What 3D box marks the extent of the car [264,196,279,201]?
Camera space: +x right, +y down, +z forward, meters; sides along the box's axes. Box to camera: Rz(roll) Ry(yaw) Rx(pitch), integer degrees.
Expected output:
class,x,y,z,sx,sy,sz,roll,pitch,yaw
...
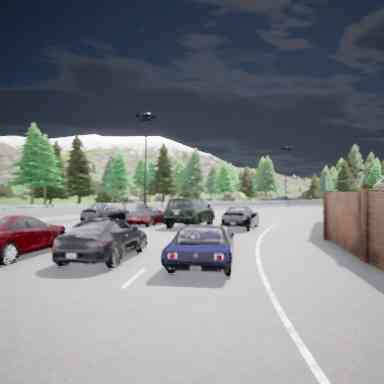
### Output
class,x,y,z,sx,sy,sz,roll,pitch,yaw
car,19.985,2.001,76.145,5.566,2.045,2.150,1,-1,-31

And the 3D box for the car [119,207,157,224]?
class,x,y,z,sx,sy,sz,roll,pitch,yaw
car,-3.266,1.784,24.743,1.994,1.385,4.181,0,-1,20

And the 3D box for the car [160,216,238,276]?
class,x,y,z,sx,sy,sz,roll,pitch,yaw
car,0.415,1.703,10.741,1.895,1.301,4.718,0,0,8

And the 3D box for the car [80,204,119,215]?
class,x,y,z,sx,sy,sz,roll,pitch,yaw
car,-6.587,1.711,25.863,2.128,1.511,4.902,0,0,20

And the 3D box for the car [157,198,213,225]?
class,x,y,z,sx,sy,sz,roll,pitch,yaw
car,-0.085,1.434,23.292,2.150,2.045,5.566,0,0,20

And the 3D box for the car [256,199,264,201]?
class,x,y,z,sx,sy,sz,roll,pitch,yaw
car,18.335,2.394,79.228,4.718,1.301,1.895,1,-1,-31

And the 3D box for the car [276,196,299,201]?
class,x,y,z,sx,sy,sz,roll,pitch,yaw
car,21.659,2.278,73.070,4.902,1.511,2.128,1,-1,-31

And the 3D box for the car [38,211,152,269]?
class,x,y,z,sx,sy,sz,roll,pitch,yaw
car,-2.996,1.623,11.506,1.812,1.442,4.674,0,0,9

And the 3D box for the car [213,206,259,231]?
class,x,y,z,sx,sy,sz,roll,pitch,yaw
car,3.316,1.713,22.368,2.128,1.511,4.902,0,0,20

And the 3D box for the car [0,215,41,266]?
class,x,y,z,sx,sy,sz,roll,pitch,yaw
car,-6.449,1.569,12.067,1.882,1.535,5.008,0,0,9
